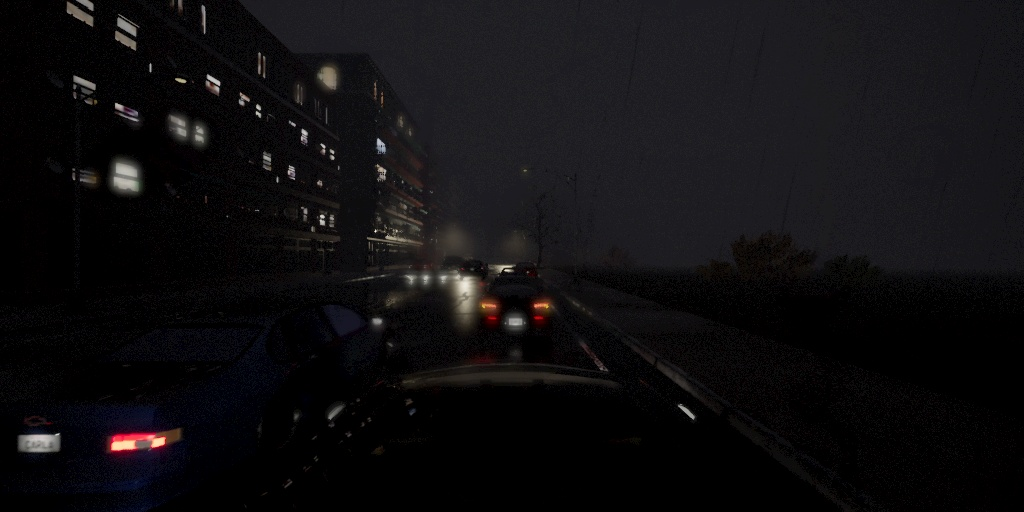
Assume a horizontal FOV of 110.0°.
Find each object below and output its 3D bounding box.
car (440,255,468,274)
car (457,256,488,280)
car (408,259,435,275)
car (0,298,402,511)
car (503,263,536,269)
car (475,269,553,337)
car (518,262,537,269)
[{"bbox_3d":[-6.680,0.975,41.031,2.150,2.045,5.566,0,0,0],"label":"car"},{"bbox_3d":[-3.211,1.105,31.441,2.097,1.767,4.553,0,0,0],"label":"car"},{"bbox_3d":[-9.927,1.105,39.642,2.097,1.767,4.553,0,0,0],"label":"car"},{"bbox_3d":[-3.159,1.297,4.902,2.033,1.411,5.357,0,0,0],"label":"car"},{"bbox_3d":[0.063,1.317,20.335,1.994,1.385,4.181,0,0,0],"label":"car"},{"bbox_3d":[0.075,1.277,10.168,1.812,1.442,4.674,0,0,0],"label":"car"},{"bbox_3d":[1.081,1.231,29.863,1.882,1.535,5.008,0,0,0],"label":"car"}]
